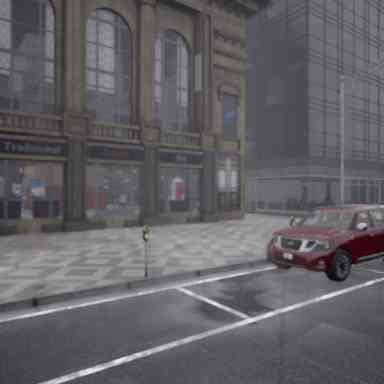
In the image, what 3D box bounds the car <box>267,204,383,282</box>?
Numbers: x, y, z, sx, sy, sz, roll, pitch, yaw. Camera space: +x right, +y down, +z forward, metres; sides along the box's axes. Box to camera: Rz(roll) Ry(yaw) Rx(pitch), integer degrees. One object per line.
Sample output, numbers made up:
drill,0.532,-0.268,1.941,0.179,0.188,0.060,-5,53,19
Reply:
car,4.512,1.326,9.990,5.009,1.841,2.192,0,0,-36
